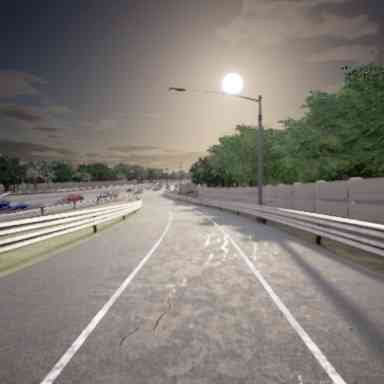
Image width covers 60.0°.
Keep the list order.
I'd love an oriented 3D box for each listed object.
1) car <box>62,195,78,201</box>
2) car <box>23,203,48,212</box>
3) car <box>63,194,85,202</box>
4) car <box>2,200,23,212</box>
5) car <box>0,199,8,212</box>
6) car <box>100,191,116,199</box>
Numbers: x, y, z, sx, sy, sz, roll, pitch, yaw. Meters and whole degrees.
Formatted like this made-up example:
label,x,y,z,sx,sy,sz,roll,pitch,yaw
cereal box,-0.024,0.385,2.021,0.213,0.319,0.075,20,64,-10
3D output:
label,x,y,z,sx,sy,sz,roll,pitch,yaw
car,-30.668,1.512,83.670,1.994,1.385,4.181,0,3,8
car,-27.133,2.625,58.543,1.994,1.385,4.181,0,3,8
car,-27.712,1.370,79.550,2.150,2.045,5.566,0,3,8
car,-30.600,2.533,59.026,1.882,1.535,5.008,0,3,8
car,-34.063,2.240,59.522,2.150,2.045,5.566,0,3,8
car,-22.900,1.205,88.636,1.882,1.535,5.008,0,3,8
